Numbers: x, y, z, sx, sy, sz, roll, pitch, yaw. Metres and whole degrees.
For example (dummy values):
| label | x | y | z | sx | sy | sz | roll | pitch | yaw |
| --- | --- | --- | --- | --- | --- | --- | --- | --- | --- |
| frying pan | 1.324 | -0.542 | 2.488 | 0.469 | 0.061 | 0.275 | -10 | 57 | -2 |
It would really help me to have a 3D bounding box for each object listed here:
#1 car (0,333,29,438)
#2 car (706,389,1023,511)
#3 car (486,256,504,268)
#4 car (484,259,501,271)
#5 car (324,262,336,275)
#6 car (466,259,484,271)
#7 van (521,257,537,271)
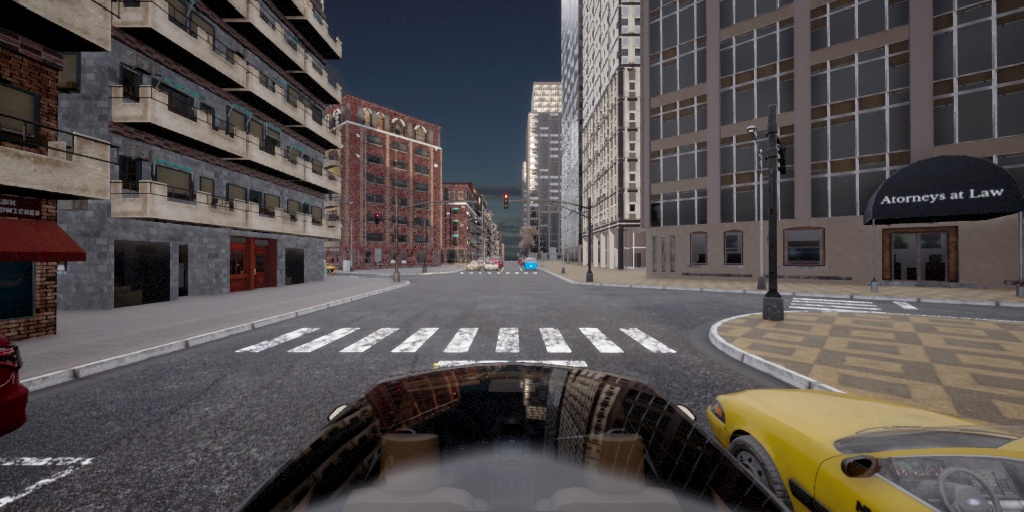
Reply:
| label | x | y | z | sx | sy | sz | roll | pitch | yaw |
| --- | --- | --- | --- | --- | --- | --- | --- | --- | --- |
| car | -5.314 | 1.065 | 1.065 | 2.192 | 1.841 | 5.009 | 0 | 0 | 0 |
| car | 2.566 | 1.275 | 1.244 | 1.751 | 1.417 | 4.829 | 0 | 0 | 0 |
| car | -2.848 | 1.038 | 59.686 | 2.150 | 2.045 | 5.566 | 0 | 0 | 0 |
| car | -2.862 | 1.397 | 50.179 | 1.895 | 1.301 | 4.718 | 0 | 0 | -2 |
| car | -22.249 | 1.427 | 41.658 | 5.008 | 1.535 | 1.882 | 0 | -1 | 41 |
| car | -5.329 | 1.321 | 49.895 | 1.751 | 1.417 | 4.829 | 0 | 0 | 0 |
| van | 2.552 | 1.136 | 50.067 | 1.690 | 1.789 | 3.998 | 0 | 0 | 0 |
